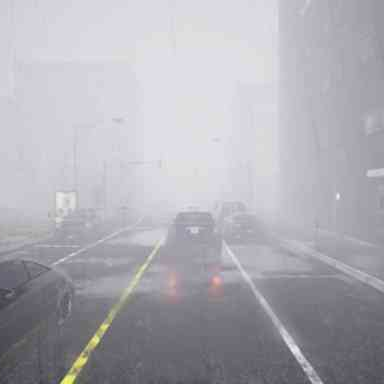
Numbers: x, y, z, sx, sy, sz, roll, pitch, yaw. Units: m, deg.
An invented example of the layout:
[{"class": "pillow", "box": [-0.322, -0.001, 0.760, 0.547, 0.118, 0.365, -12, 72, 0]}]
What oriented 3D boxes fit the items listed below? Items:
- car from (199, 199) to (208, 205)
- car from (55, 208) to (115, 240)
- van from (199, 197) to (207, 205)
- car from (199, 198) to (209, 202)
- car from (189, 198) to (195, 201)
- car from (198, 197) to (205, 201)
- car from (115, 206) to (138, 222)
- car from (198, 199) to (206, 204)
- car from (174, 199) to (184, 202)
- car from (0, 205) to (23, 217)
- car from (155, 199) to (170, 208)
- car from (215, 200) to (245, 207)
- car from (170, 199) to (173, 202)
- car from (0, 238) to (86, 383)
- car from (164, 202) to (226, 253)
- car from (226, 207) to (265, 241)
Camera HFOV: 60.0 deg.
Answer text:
[{"class": "car", "box": [2.695, 2.333, 77.694, 1.887, 1.381, 4.507, 0, -1, 0]}, {"class": "car", "box": [-5.695, 1.614, 17.680, 1.967, 1.590, 4.097, 0, -1, 0]}, {"class": "van", "box": [2.694, 2.188, 83.219, 1.690, 1.788, 3.998, 0, -1, 0]}, {"class": "car", "box": [2.693, 2.195, 61.124, 1.802, 1.307, 4.206, 0, -1, 0]}, {"class": "car", "box": [0.012, 2.405, 88.914, 1.812, 1.442, 4.674, 0, -1, 0]}, {"class": "car", "box": [2.693, 2.237, 66.647, 1.947, 1.339, 4.313, 0, -1, 0]}, {"class": "car", "box": [-5.693, 1.866, 28.734, 1.802, 1.307, 4.206, 0, -1, 0]}, {"class": "car", "box": [2.696, 2.472, 88.740, 1.947, 1.339, 4.313, 0, -1, 0]}, {"class": "car", "box": [-2.989, 2.483, 87.033, 1.895, 1.301, 4.718, 0, -1, 0]}, {"class": "car", "box": [-22.397, 2.280, 39.486, 4.403, 1.369, 2.008, -1, 1, 0]}, {"class": "car", "box": [-5.688, 2.179, 61.137, 1.947, 1.339, 4.313, 0, -1, 0]}, {"class": "car", "box": [2.685, 1.544, 23.206, 2.192, 1.841, 5.009, 0, -1, 0]}, {"class": "car", "box": [-5.687, 2.295, 72.184, 1.947, 1.339, 4.313, 0, -1, 0]}, {"class": "car", "box": [-3.101, 1.607, 4.357, 1.994, 1.385, 4.181, 0, -1, 0]}, {"class": "car", "box": [0.100, 1.496, 14.467, 2.097, 1.767, 4.553, 0, 0, 0]}, {"class": "car", "box": [2.686, 1.718, 17.676, 1.887, 1.381, 4.507, 0, -1, 0]}]
